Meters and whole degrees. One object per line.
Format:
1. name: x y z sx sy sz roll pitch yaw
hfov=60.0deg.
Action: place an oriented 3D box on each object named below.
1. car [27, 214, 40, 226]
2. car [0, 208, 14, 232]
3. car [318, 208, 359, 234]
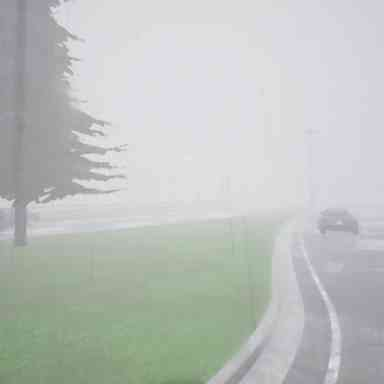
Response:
1. car: -14.823 2.010 26.502 5.008 1.535 1.882 0 -1 -41
2. car: -13.427 1.645 18.487 5.566 2.045 2.150 -2 0 -41
3. car: 8.525 1.609 19.619 1.994 1.385 4.181 -1 -1 19
